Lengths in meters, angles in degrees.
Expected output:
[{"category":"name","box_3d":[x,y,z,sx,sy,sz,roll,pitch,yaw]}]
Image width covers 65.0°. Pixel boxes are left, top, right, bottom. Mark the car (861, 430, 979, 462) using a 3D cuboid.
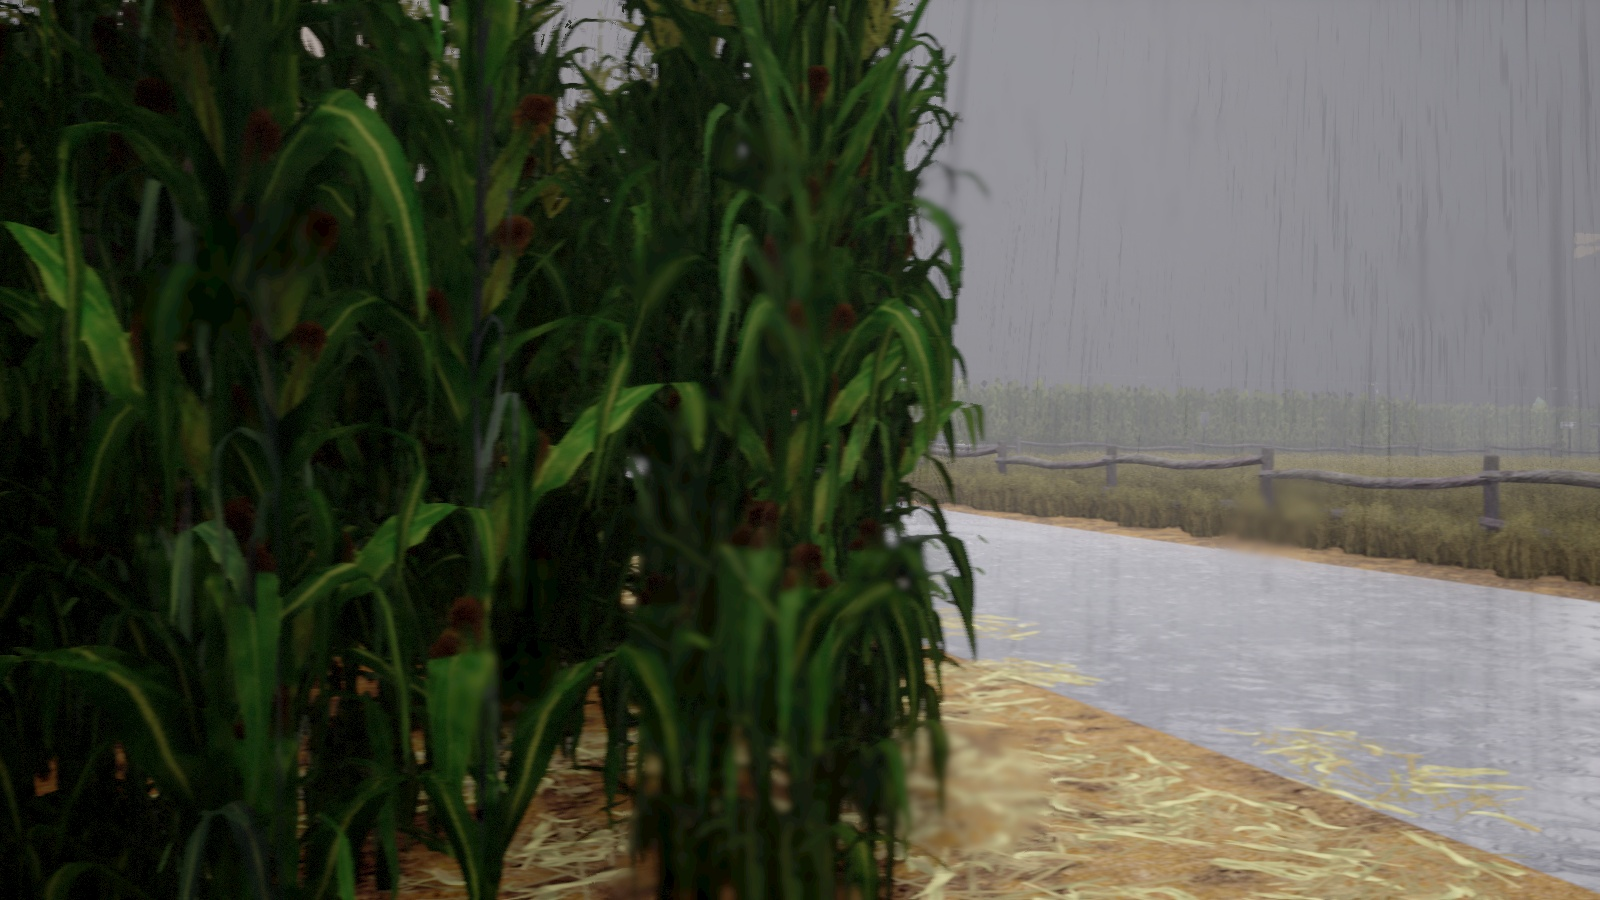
[{"category":"car","box_3d":[5.158,-0.184,54.038,4.718,1.301,1.895,0,1,-20]}]
